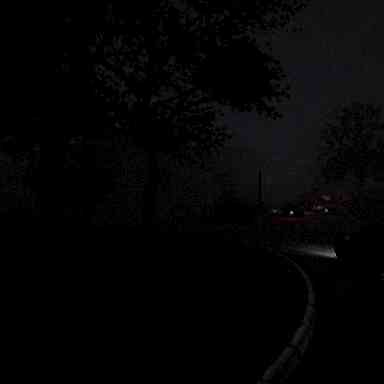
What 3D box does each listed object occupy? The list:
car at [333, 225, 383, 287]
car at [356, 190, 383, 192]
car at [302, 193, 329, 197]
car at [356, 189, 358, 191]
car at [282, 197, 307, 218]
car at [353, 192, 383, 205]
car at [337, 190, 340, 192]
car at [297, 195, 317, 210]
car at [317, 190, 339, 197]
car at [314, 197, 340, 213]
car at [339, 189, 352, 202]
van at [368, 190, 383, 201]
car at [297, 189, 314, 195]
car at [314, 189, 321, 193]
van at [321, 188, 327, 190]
[{"bbox_3d":[5.516,1.593,8.926,2.033,1.411,5.357,0,0,6],"label":"car"},{"bbox_3d":[26.446,0.977,47.537,4.553,1.767,2.185,0,1,32],"label":"car"},{"bbox_3d":[18.261,1.221,49.035,2.033,1.411,5.357,0,1,32],"label":"car"},{"bbox_3d":[29.367,0.750,52.195,5.566,2.045,2.435,0,1,33],"label":"car"},{"bbox_3d":[9.437,1.497,30.989,1.837,1.490,4.892,0,1,20],"label":"car"},{"bbox_3d":[24.949,1.153,45.227,4.892,1.521,2.231,0,1,32],"label":"car"},{"bbox_3d":[28.918,0.713,65.746,1.895,1.301,4.718,0,1,35],"label":"car"},{"bbox_3d":[13.445,1.400,40.221,1.994,1.385,4.181,0,1,27],"label":"car"},{"bbox_3d":[23.466,0.969,57.492,1.882,1.535,5.008,0,1,33],"label":"car"},{"bbox_3d":[14.443,1.502,35.475,1.895,1.301,4.718,0,1,24],"label":"car"},{"bbox_3d":[27.789,0.782,58.370,2.097,1.767,4.553,0,1,33],"label":"car"},{"bbox_3d":[33.831,0.607,58.898,4.442,1.987,1.878,0,1,34],"label":"van"},{"bbox_3d":[25.639,0.610,76.367,2.097,1.535,5.008,0,1,37],"label":"car"},{"bbox_3d":[28.920,0.510,80.770,2.163,1.488,4.792,0,1,38],"label":"car"},{"bbox_3d":[32.275,0.122,85.069,1.878,1.987,4.442,0,1,39],"label":"van"}]
